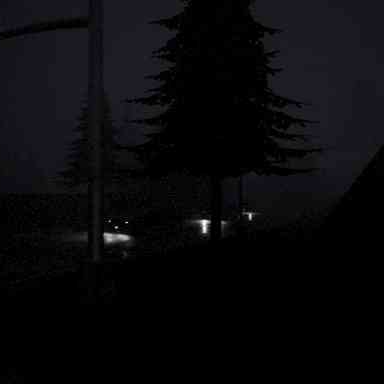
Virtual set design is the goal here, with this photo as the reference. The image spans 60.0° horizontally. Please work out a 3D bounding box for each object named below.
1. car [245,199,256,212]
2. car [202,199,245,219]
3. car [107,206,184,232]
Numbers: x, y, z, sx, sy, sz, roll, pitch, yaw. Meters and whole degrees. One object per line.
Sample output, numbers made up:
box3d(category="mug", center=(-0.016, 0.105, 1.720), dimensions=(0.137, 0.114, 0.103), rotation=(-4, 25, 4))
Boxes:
box3d(category="car", center=(6.459, 1.545, 38.985), dimensions=(2.033, 1.411, 5.357), rotation=(0, 0, 16))
box3d(category="car", center=(2.691, 1.545, 29.248), dimensions=(2.033, 1.411, 5.357), rotation=(0, 0, 26))
box3d(category="car", center=(-2.629, 1.545, 20.380), dimensions=(2.033, 1.411, 5.357), rotation=(0, 0, 35))
